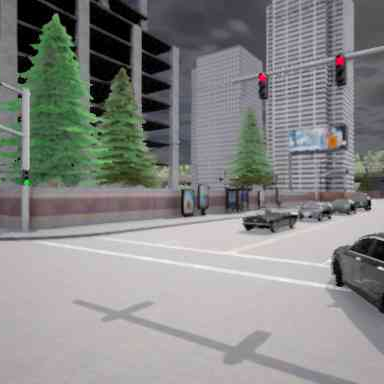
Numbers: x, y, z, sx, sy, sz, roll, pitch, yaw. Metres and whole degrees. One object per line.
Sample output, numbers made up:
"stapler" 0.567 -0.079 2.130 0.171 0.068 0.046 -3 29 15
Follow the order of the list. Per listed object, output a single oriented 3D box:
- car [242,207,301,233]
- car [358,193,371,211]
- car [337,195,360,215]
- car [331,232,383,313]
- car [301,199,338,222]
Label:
"car" 4.903 1.695 20.627 1.895 1.301 4.718 0 0 36
"car" 22.513 1.424 44.502 2.150 2.045 5.566 0 0 34
"car" 16.325 1.516 36.136 2.097 1.767 4.553 0 0 37
"car" 4.271 1.535 6.626 1.837 1.490 4.892 -3 -1 6
"car" 10.427 1.620 28.144 2.128 1.511 4.902 0 0 36
